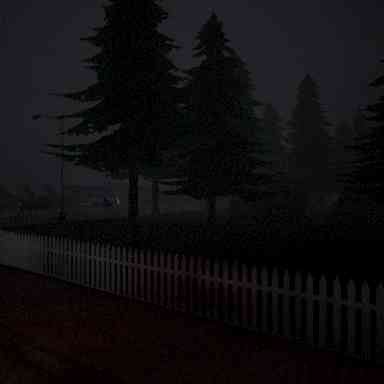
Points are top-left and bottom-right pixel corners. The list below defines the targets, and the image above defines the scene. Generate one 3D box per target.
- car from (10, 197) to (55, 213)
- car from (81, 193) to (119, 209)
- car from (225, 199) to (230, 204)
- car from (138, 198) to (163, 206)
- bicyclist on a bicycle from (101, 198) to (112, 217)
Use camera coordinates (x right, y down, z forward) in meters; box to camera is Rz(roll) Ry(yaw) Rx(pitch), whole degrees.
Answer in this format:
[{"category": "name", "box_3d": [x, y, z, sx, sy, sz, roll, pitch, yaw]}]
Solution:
[{"category": "car", "box_3d": [-18.032, 1.352, 37.629, 2.097, 1.767, 4.553, 0, 0, 34]}, {"category": "car", "box_3d": [-12.537, 1.221, 45.704, 2.150, 2.045, 5.566, 0, 0, 34]}, {"category": "car", "box_3d": [4.292, 1.221, 51.455, 2.150, 2.045, 5.566, 0, 0, 34]}, {"category": "car", "box_3d": [-6.801, 1.491, 54.093, 2.128, 1.511, 4.902, 0, 0, 35]}, {"category": "bicyclist on a bicycle", "box_3d": [-7.176, 1.302, 27.836, 1.656, 1.620, 0.582, 0, 0, 34]}]
